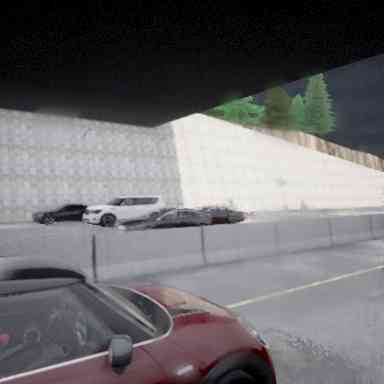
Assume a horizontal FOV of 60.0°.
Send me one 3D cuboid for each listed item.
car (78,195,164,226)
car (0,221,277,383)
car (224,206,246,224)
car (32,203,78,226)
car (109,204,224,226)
[{"bbox_3d":[-4.344,1.236,22.374,5.566,2.045,2.150,0,0,-35],"label":"car"},{"bbox_3d":[-1.395,1.352,2.751,4.553,1.767,2.097,0,0,-35],"label":"car"},{"bbox_3d":[1.133,1.574,21.972,5.357,1.411,2.033,0,0,-35],"label":"car"},{"bbox_3d":[-8.717,1.532,23.545,4.674,1.442,1.812,0,0,-36],"label":"car"},{"bbox_3d":[-1.156,1.507,16.051,4.902,1.511,2.128,0,0,-35],"label":"car"}]
